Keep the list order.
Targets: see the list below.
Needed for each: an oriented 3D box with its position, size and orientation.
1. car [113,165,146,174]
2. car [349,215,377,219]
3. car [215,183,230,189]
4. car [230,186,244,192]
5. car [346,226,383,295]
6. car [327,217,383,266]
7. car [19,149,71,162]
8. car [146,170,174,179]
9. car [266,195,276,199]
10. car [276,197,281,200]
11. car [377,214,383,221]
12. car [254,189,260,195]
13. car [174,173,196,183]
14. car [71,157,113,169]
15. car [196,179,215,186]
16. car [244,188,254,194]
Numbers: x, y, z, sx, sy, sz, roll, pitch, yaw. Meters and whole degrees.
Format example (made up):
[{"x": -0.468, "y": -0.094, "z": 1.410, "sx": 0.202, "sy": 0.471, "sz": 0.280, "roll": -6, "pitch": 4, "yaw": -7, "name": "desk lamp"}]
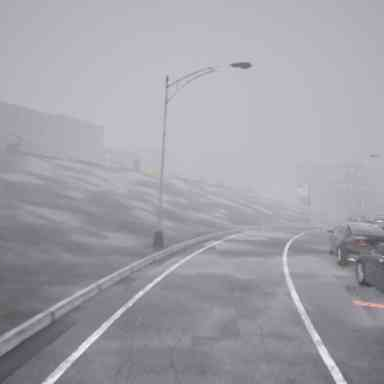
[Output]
[{"x": -9.036, "y": -2.822, "z": 44.563, "sx": 2.002, "sy": 1.452, "sz": 4.674, "roll": -1, "pitch": -5, "yaw": 41, "name": "car"}, {"x": 17.632, "y": 3.105, "z": 35.035, "sx": 1.895, "sy": 1.301, "sz": 4.718, "roll": -1, "pitch": -4, "yaw": 41, "name": "car"}, {"x": 4.596, "y": -0.919, "z": 62.126, "sx": 2.002, "sy": 1.452, "sz": 4.674, "roll": 0, "pitch": -5, "yaw": 36, "name": "car"}, {"x": 7.678, "y": -0.492, "z": 66.566, "sx": 2.231, "sy": 1.521, "sz": 4.892, "roll": 0, "pitch": -5, "yaw": 35, "name": "car"}, {"x": 5.235, "y": 1.827, "z": 7.526, "sx": 1.837, "sy": 1.490, "sz": 4.892, "roll": 2, "pitch": -1, "yaw": 11, "name": "car"}, {"x": 6.564, "y": 1.971, "z": 13.096, "sx": 1.837, "sy": 1.490, "sz": 4.892, "roll": 2, "pitch": -1, "yaw": 16, "name": "car"}, {"x": -16.338, "y": -3.771, "z": 36.300, "sx": 2.231, "sy": 1.521, "sz": 4.892, "roll": -1, "pitch": -5, "yaw": 42, "name": "car"}, {"x": -5.503, "y": -2.390, "z": 48.820, "sx": 2.097, "sy": 1.535, "sz": 5.008, "roll": -1, "pitch": -5, "yaw": 40, "name": "car"}, {"x": 19.336, "y": 1.666, "z": 85.435, "sx": 2.002, "sy": 1.452, "sz": 4.674, "roll": 0, "pitch": -6, "yaw": 30, "name": "car"}, {"x": 21.991, "y": 2.248, "z": 90.265, "sx": 2.002, "sy": 1.452, "sz": 4.674, "roll": 1, "pitch": -6, "yaw": 29, "name": "car"}, {"x": 24.516, "y": 3.620, "z": 42.718, "sx": 1.812, "sy": 1.442, "sz": 4.674, "roll": -1, "pitch": -4, "yaw": 43, "name": "car"}, {"x": 13.784, "y": 0.282, "z": 75.981, "sx": 2.435, "sy": 2.045, "sz": 5.566, "roll": 0, "pitch": -5, "yaw": 32, "name": "car"}, {"x": -2.073, "y": -2.045, "z": 53.138, "sx": 2.185, "sy": 1.767, "sz": 4.553, "roll": -1, "pitch": -5, "yaw": 38, "name": "car"}, {"x": -12.656, "y": -3.327, "z": 40.389, "sx": 2.231, "sy": 1.521, "sz": 4.892, "roll": -1, "pitch": -5, "yaw": 42, "name": "car"}, {"x": 1.363, "y": -1.401, "z": 57.679, "sx": 2.163, "sy": 1.488, "sz": 4.792, "roll": 0, "pitch": -5, "yaw": 37, "name": "car"}, {"x": 10.782, "y": -0.116, "z": 71.257, "sx": 2.185, "sy": 1.767, "sz": 4.553, "roll": 0, "pitch": -5, "yaw": 33, "name": "car"}]
